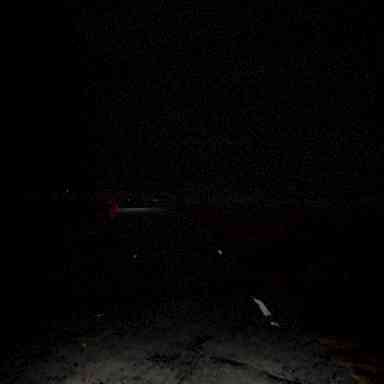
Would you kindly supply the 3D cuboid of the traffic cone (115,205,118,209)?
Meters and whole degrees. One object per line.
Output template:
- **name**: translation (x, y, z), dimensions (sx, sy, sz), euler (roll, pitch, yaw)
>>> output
- **traffic cone**: translation (-7.256, 1.805, 31.565), dimensions (0.340, 0.580, 0.340), euler (0, 0, -11)

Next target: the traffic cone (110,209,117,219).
- **traffic cone**: translation (-6.415, 1.825, 26.711), dimensions (0.340, 0.580, 0.340), euler (0, 0, -9)

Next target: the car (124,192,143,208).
- **car**: translation (-7.842, 1.016, 44.479), dimensions (2.150, 2.045, 5.566), euler (0, 0, -15)

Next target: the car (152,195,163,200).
- **car**: translation (-9.765, 1.486, 94.687), dimensions (1.837, 1.490, 4.892), euler (0, -1, 18)
